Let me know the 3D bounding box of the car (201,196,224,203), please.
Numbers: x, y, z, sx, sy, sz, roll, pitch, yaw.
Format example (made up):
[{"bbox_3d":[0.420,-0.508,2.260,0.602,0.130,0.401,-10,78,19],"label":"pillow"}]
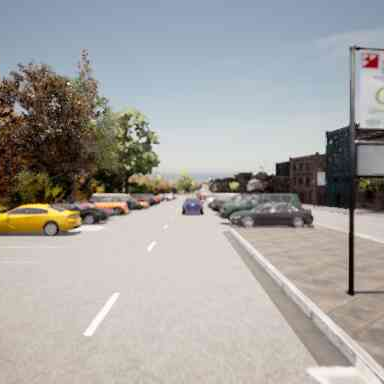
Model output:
[{"bbox_3d":[4.607,1.677,76.069,5.008,1.535,2.097,0,0,0],"label":"car"}]

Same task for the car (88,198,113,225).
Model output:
[{"bbox_3d":[-8.356,1.393,22.806,5.008,1.535,2.097,0,0,0],"label":"car"}]

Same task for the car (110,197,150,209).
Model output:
[{"bbox_3d":[-8.386,1.470,45.085,5.008,1.535,2.097,0,0,0],"label":"car"}]

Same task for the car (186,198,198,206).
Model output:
[{"bbox_3d":[-0.008,1.660,58.102,1.895,1.301,4.718,0,0,0],"label":"car"}]

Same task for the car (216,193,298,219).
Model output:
[{"bbox_3d":[4.701,1.141,22.812,5.566,2.045,2.435,0,0,0],"label":"car"}]

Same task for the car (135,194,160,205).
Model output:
[{"bbox_3d":[-8.387,1.260,53.439,5.566,2.045,2.435,0,0,0],"label":"car"}]

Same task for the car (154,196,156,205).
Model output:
[{"bbox_3d":[-8.436,1.526,50.655,4.792,1.488,2.163,0,0,0],"label":"car"}]

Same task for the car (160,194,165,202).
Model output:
[{"bbox_3d":[-8.409,1.315,61.795,5.566,2.045,2.435,0,0,0],"label":"car"}]

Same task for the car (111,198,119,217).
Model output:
[{"bbox_3d":[-8.356,1.435,25.593,4.674,1.452,2.002,0,0,0],"label":"car"}]

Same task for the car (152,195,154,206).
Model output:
[{"bbox_3d":[-8.370,1.513,47.870,4.792,1.488,2.163,0,0,0],"label":"car"}]

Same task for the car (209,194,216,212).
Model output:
[{"bbox_3d":[4.690,1.156,31.223,5.566,2.045,2.435,0,0,0],"label":"car"}]

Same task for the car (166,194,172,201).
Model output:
[{"bbox_3d":[-8.522,1.788,89.677,4.892,1.521,2.231,0,0,0],"label":"car"}]

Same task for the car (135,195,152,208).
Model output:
[{"bbox_3d":[-8.199,1.454,42.299,5.366,1.575,1.946,0,0,0],"label":"car"}]

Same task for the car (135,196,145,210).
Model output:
[{"bbox_3d":[-8.375,1.484,39.513,4.674,1.452,2.002,0,0,0],"label":"car"}]

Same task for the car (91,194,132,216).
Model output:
[{"bbox_3d":[-8.330,1.282,31.162,4.553,1.767,2.185,0,0,0],"label":"car"}]

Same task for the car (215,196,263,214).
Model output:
[{"bbox_3d":[4.746,1.291,34.023,4.553,1.767,2.185,0,0,0],"label":"car"}]

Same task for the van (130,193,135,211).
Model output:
[{"bbox_3d":[-8.482,1.192,33.942,4.442,1.987,1.878,0,0,0],"label":"van"}]

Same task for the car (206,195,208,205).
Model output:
[{"bbox_3d":[4.693,1.469,45.237,5.008,1.535,2.097,0,0,0],"label":"car"}]

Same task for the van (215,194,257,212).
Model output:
[{"bbox_3d":[4.824,1.204,36.828,4.442,1.987,1.878,0,0,0],"label":"van"}]

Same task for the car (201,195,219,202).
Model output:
[{"bbox_3d":[4.609,1.618,84.479,4.553,1.767,2.185,0,0,0],"label":"car"}]

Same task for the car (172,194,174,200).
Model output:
[{"bbox_3d":[-8.339,1.805,92.454,5.366,1.575,1.946,0,0,0],"label":"car"}]

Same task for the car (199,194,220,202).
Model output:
[{"bbox_3d":[4.591,1.537,90.087,5.566,2.045,2.435,0,0,0],"label":"car"}]

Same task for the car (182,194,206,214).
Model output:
[{"bbox_3d":[0.067,1.292,34.584,2.097,1.767,4.553,0,0,0],"label":"car"}]

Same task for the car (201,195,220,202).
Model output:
[{"bbox_3d":[4.555,1.596,81.676,4.553,1.767,2.185,0,0,0],"label":"car"}]

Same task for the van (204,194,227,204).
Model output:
[{"bbox_3d":[4.742,1.385,67.662,4.442,1.987,1.878,0,0,0],"label":"van"}]

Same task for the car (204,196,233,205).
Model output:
[{"bbox_3d":[4.654,1.546,59.253,5.008,1.535,2.097,0,0,0],"label":"car"}]

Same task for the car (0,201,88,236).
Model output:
[{"bbox_3d":[-8.341,1.400,17.237,5.008,1.535,2.097,0,0,0],"label":"car"}]

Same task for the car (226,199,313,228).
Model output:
[{"bbox_3d":[4.737,1.396,20.011,4.892,1.521,2.231,0,0,0],"label":"car"}]

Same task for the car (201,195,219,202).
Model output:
[{"bbox_3d":[4.601,1.640,87.283,4.553,1.767,2.185,0,0,0],"label":"car"}]

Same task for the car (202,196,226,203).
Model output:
[{"bbox_3d":[4.646,1.663,70.462,4.792,1.488,2.163,0,0,0],"label":"car"}]

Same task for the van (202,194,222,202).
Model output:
[{"bbox_3d":[4.710,1.474,78.874,4.442,1.987,1.878,0,0,0],"label":"van"}]

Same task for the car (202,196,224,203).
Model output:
[{"bbox_3d":[4.639,1.685,73.266,4.792,1.488,2.163,0,0,0],"label":"car"}]
